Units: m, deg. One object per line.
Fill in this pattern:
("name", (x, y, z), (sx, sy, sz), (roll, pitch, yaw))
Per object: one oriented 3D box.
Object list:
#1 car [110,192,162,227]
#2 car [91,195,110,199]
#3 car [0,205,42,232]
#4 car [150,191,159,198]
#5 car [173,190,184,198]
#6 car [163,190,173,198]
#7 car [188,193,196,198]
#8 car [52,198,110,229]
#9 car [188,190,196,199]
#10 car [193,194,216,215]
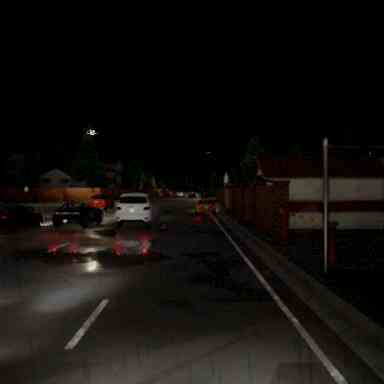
("car", (-3.396, 1.090, 21.515), (2.150, 2.045, 5.566), (0, 0, 0))
("car", (-10.394, 1.119, 38.171), (2.097, 1.767, 4.553), (0, 0, 0))
("car", (-10.396, 1.446, 19.257), (1.994, 1.385, 4.181), (0, 0, 0))
("car", (-10.484, 0.738, 93.732), (2.097, 1.767, 4.553), (0, 0, 0))
("car", (-3.484, 0.593, 93.375), (2.150, 2.045, 5.566), (0, 0, 0))
("car", (-6.984, 0.904, 93.667), (2.128, 1.511, 4.902), (0, 0, 0))
("car", (0.015, 0.862, 90.046), (1.895, 1.301, 4.718), (0, 0, 0))
("car", (-6.897, 1.366, 20.495), (2.128, 1.511, 4.902), (0, 0, 0))
("car", (0.014, 0.933, 84.316), (2.033, 1.411, 5.357), (0, 0, 0))
("car", (1.231, 1.267, 30.845), (1.801, 1.575, 5.366), (0, 0, 0))
